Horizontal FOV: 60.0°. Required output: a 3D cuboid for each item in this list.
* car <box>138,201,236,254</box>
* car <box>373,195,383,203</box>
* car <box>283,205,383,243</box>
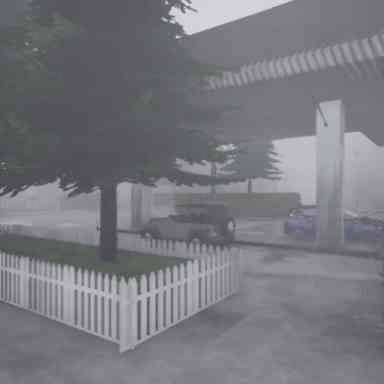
[{"bbox_3d":[-0.175,1.312,13.240,3.866,1.878,1.905,0,0,35],"label":"car"},{"bbox_3d":[33.747,1.296,59.735,2.007,1.523,4.514,0,0,35],"label":"car"},{"bbox_3d":[6.621,1.479,15.403,4.611,1.667,2.242,0,0,35],"label":"car"}]
